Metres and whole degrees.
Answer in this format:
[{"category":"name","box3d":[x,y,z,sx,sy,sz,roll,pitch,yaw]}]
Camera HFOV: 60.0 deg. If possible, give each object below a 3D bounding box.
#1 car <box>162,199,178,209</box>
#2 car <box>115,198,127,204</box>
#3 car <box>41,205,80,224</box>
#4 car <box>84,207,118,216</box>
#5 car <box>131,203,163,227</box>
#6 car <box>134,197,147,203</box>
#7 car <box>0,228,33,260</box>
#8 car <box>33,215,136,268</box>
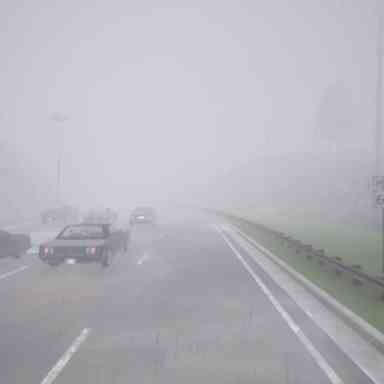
[{"category":"car","box3d":[-3.959,1.971,58.092,2.097,1.767,4.553,0,-1,-16]},{"category":"car","box3d":[-19.348,2.405,90.678,1.882,1.535,5.008,0,-1,-31]},{"category":"car","box3d":[-10.690,1.798,27.260,1.837,1.490,4.892,0,0,-3]},{"category":"car","box3d":[-7.160,1.886,26.668,1.895,1.301,4.718,0,-1,-2]},{"category":"car","box3d":[-3.591,1.818,25.208,2.033,1.411,5.357,0,-1,-2]},{"category":"car","box3d":[-11.868,2.041,76.458,2.097,1.767,4.553,0,-1,-25]},{"category":"car","box3d":[-6.974,1.658,10.209,2.033,1.411,5.357,0,-1,0]},{"category":"car","box3d":[-3.458,1.727,11.755,1.895,1.301,4.718,0,-1,1]}]
